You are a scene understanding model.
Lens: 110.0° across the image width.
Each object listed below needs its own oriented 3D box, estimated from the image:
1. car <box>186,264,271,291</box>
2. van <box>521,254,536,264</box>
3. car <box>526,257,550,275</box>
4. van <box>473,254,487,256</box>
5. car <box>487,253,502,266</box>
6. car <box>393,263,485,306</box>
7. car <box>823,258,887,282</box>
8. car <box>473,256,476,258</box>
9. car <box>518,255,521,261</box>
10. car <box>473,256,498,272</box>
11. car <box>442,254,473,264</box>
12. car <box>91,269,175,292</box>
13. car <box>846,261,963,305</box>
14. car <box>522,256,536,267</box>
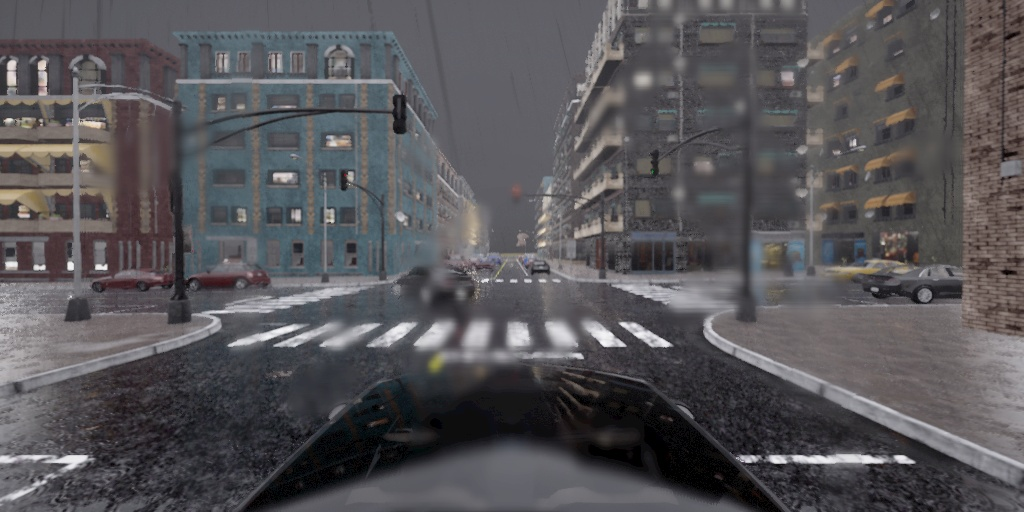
[{"bbox_3d":[-16.903,1.209,21.404,4.097,1.591,1.967,0,0,0],"label":"car"},{"bbox_3d":[2.572,0.638,50.207,1.690,1.789,3.998,0,0,0],"label":"van"},{"bbox_3d":[2.570,1.022,33.552,1.948,1.339,4.313,0,0,0],"label":"car"},{"bbox_3d":[-5.308,0.584,55.759,1.690,1.789,3.998,0,0,0],"label":"van"},{"bbox_3d":[-2.809,0.458,56.817,2.150,2.045,5.566,0,0,0],"label":"car"},{"bbox_3d":[-3.384,1.152,15.180,1.837,1.490,4.892,2,-1,-38],"label":"car"},{"bbox_3d":[21.136,0.824,21.094,4.829,1.417,1.751,0,0,0],"label":"car"},{"bbox_3d":[-5.310,0.949,39.104,1.888,1.381,4.507,0,0,0],"label":"car"},{"bbox_3d":[2.573,0.629,61.311,1.967,1.591,4.097,0,0,0],"label":"car"},{"bbox_3d":[-2.841,1.005,38.988,1.895,1.301,4.718,0,1,0],"label":"car"},{"bbox_3d":[-5.311,0.771,33.552,2.192,1.841,5.009,0,0,0],"label":"car"},{"bbox_3d":[-22.451,1.419,21.444,4.207,1.307,1.802,0,0,0],"label":"car"},{"bbox_3d":[15.604,0.978,13.257,4.403,1.370,2.007,0,0,0],"label":"car"},{"bbox_3d":[2.571,0.932,44.655,1.802,1.307,4.207,0,0,0],"label":"car"}]
